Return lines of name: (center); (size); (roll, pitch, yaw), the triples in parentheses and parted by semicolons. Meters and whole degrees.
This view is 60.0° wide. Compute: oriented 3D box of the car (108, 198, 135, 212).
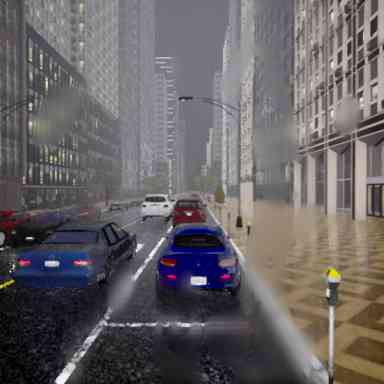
car: (-8.249, 1.528, 37.820); (2.008, 1.369, 4.403); (0, 0, 1)

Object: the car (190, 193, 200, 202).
car: (0.728, 1.275, 77.475); (2.192, 1.841, 5.009); (-1, 0, 1)

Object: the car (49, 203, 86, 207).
car: (-8.506, 1.536, 20.771); (2.008, 1.369, 4.403); (-1, 0, 1)

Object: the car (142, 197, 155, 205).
car: (-7.906, 1.547, 60.552); (1.802, 1.307, 4.206); (0, 0, 1)

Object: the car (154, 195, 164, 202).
car: (-7.651, 1.481, 77.431); (1.752, 1.417, 4.829); (0, 0, 1)

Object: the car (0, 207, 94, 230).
car: (-6.005, 1.554, 14.365); (1.994, 1.385, 4.181); (0, 0, 1)

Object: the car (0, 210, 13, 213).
car: (-8.591, 1.533, 15.088); (1.887, 1.381, 4.507); (-1, 0, 1)

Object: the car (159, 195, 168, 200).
car: (-7.478, 1.515, 88.967); (1.947, 1.339, 4.313); (0, 0, 1)

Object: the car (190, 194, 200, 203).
car: (0.643, 1.279, 71.792); (2.192, 1.841, 5.009); (-1, 0, 1)

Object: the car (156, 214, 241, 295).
car: (0.158, 1.521, 8.618); (1.812, 1.442, 4.674); (0, 0, 1)

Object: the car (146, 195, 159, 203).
car: (-7.821, 1.402, 66.235); (1.967, 1.590, 4.097); (0, 0, 1)

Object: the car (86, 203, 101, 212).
car: (-8.420, 1.565, 26.454); (1.802, 1.307, 4.206); (-1, 0, 1)

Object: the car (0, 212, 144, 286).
car: (-2.878, 1.541, 9.437); (2.033, 1.411, 5.357); (0, 0, 1)

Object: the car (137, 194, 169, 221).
car: (-2.709, 1.207, 27.184); (2.150, 2.045, 5.566); (0, 0, 1)

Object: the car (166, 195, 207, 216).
car: (-0.128, 1.305, 20.644); (2.192, 1.841, 5.009); (-1, 0, 1)

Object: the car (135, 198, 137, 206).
car: (-8.077, 1.522, 49.185); (2.008, 1.369, 4.403); (0, 0, 1)

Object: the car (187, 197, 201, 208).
car: (0.302, 1.527, 49.059); (2.008, 1.369, 4.403); (-1, 0, 1)

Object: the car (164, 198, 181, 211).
car: (-2.385, 1.504, 42.221); (1.812, 1.442, 4.674); (0, 0, 1)
